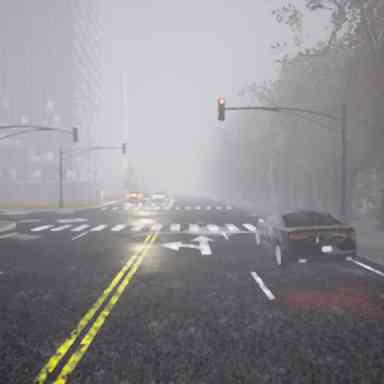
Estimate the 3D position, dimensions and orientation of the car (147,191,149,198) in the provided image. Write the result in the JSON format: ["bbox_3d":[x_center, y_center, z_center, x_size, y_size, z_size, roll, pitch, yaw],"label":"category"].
[{"bbox_3d":[-8.609,0.422,60.915,1.994,1.385,4.181,0,1,-3],"label":"car"}]

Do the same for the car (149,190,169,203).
[{"bbox_3d":[-4.520,0.663,45.716,1.812,1.442,4.674,0,1,-3],"label":"car"}]

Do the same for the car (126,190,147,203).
[{"bbox_3d":[-7.760,0.495,45.435,2.097,1.767,4.553,0,1,-3],"label":"car"}]

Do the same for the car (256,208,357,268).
[{"bbox_3d":[3.283,1.238,10.530,1.882,1.535,5.008,-3,0,0],"label":"car"}]

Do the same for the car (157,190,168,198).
[{"bbox_3d":[-5.399,0.368,61.783,1.812,1.442,4.674,0,1,-3],"label":"car"}]
